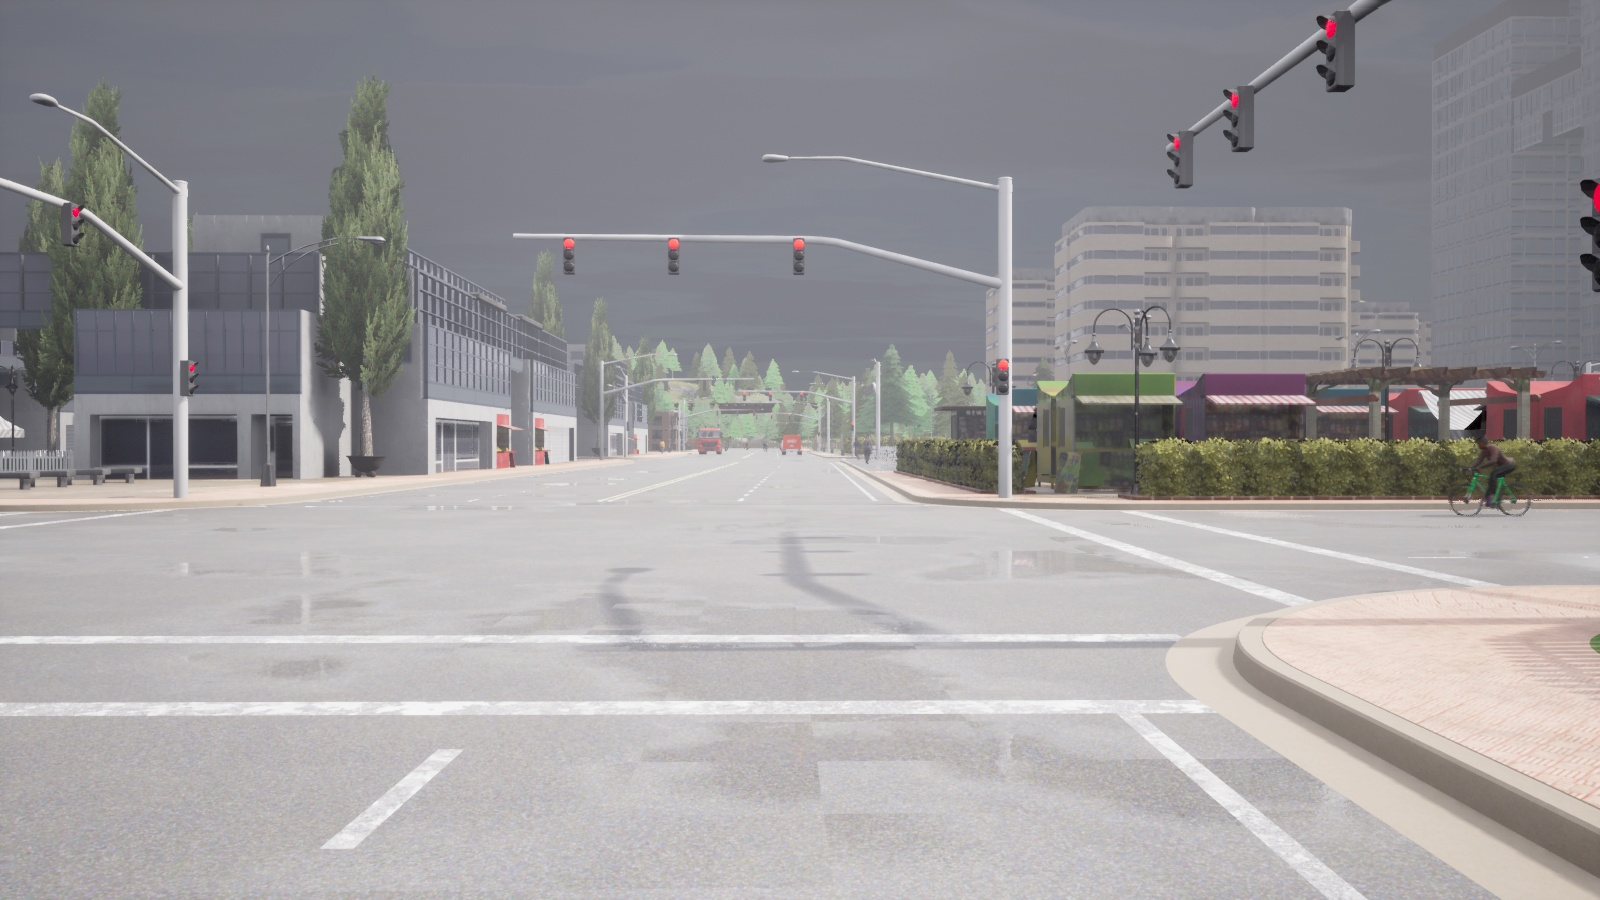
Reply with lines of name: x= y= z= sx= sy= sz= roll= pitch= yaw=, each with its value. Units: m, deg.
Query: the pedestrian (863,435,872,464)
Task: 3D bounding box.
pedestrian: x=4.219 y=-0.035 z=78.570 sx=0.540 sy=1.848 sz=0.694 roll=0 pitch=0 yaw=1

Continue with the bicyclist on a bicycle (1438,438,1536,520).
bicyclist on a bicycle: x=13.736 y=0.568 z=25.130 sx=1.656 sy=1.620 sz=0.582 roll=0 pitch=0 yaw=-1
